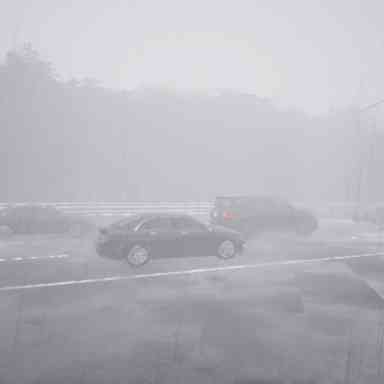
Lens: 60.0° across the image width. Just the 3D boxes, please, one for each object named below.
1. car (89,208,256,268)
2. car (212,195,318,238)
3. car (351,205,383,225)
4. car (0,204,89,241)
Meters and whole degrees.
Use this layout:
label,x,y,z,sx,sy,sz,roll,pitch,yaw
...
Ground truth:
label,x,y,z,sx,sy,sz,roll,pitch,yaw
car,-0.606,1.427,10.764,4.892,1.490,1.837,1,0,-24
car,3.520,1.190,16.385,5.566,2.045,2.150,1,0,-24
car,13.979,1.646,24.777,4.181,1.385,1.994,1,0,-24
car,-7.080,1.342,15.572,4.892,1.490,1.837,1,0,-24
